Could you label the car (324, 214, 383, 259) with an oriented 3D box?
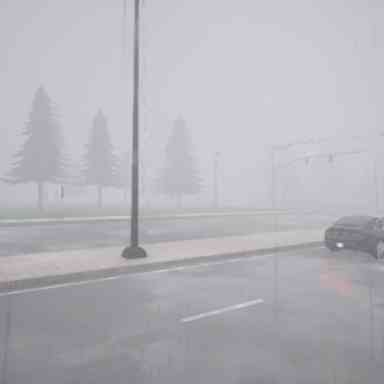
[{"bbox_3d":[7.296,1.653,13.321,4.892,1.490,1.837,0,0,-35],"label":"car"}]
